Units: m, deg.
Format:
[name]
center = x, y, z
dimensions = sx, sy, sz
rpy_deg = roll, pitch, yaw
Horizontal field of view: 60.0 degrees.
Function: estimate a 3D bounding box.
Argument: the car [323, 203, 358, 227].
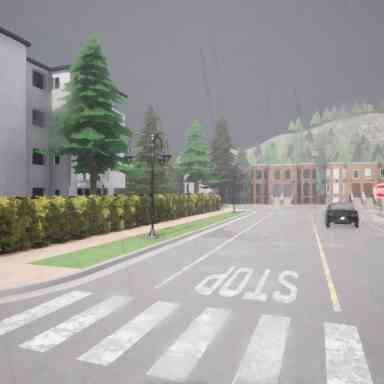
[car]
center = 10.103, 1.480, 22.768
dimensions = 1.882, 1.535, 5.008
rpy_deg = 0, 0, 19
